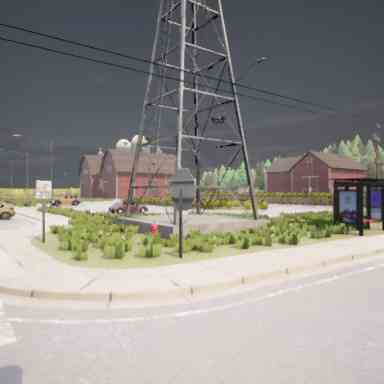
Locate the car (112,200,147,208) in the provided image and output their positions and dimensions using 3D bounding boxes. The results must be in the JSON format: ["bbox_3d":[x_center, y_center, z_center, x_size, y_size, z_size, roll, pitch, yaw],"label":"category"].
[{"bbox_3d":[-6.573,1.516,34.553,3.905,1.438,1.784,0,0,-36],"label":"car"}]

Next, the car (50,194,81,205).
[{"bbox_3d":[-19.988,1.305,52.591,4.605,1.855,1.932,0,0,-36],"label":"car"}]

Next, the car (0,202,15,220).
[{"bbox_3d":[-16.253,1.501,25.995,4.193,1.474,1.816,0,0,-36],"label":"car"}]
